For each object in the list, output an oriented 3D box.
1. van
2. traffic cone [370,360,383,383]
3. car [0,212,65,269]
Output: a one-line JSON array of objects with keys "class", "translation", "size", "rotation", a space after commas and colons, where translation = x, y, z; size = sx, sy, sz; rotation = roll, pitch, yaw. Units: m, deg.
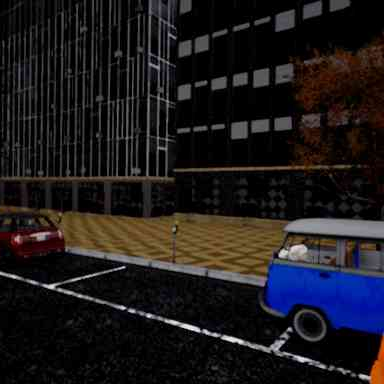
[{"class": "van", "translation": [3.038, 1.339, 4.785], "size": [3.998, 1.788, 1.690], "rotation": [0, 1, 35]}, {"class": "traffic cone", "translation": [1.818, 1.954, 3.260], "size": [0.340, 0.580, 0.340], "rotation": [0, 0, 35]}, {"class": "car", "translation": [-6.184, 1.416, 11.228], "size": [4.097, 1.590, 1.967], "rotation": [0, 1, 35]}]
